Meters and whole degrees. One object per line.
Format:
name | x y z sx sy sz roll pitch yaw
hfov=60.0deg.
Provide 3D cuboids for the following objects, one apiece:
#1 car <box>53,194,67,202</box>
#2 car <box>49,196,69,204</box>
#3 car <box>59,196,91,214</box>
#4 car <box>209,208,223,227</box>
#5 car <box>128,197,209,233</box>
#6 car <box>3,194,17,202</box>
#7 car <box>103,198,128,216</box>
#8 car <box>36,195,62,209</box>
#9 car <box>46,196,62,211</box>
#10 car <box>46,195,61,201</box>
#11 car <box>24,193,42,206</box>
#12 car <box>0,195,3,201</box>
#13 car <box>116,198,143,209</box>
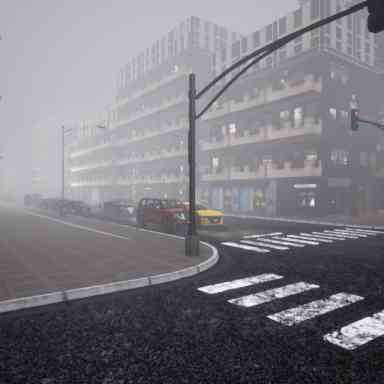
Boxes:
car | -27.989 1.269 70.471 1.967 1.590 4.097 0 0 -36
car | -24.512 1.383 61.263 2.033 1.411 5.357 0 0 -37
car | -11.528 1.444 33.436 1.887 1.381 4.507 0 0 -36
car | -0.024 1.423 21.957 1.882 1.535 5.008 0 0 -36
car | -1.563 1.264 19.670 2.192 1.841 5.009 0 0 -36
car | -38.099 1.412 70.146 1.802 1.307 4.206 0 0 -36
car | -6.798 1.403 31.314 2.128 1.511 4.902 0 0 -36
car | -18.171 1.436 42.615 1.947 1.339 4.313 0 0 -36
car | -14.850 1.451 38.025 1.947 1.339 4.313 0 0 -36
car | -31.309 1.379 75.058 2.008 1.369 4.403 0 0 -36
car | -24.813 1.162 51.791 2.192 1.841 5.009 0 0 -36
car | -41.421 1.269 74.733 1.967 1.590 4.097 0 0 -36
car | -8.061 1.465 42.940 1.802 1.307 4.206 0 0 -36
